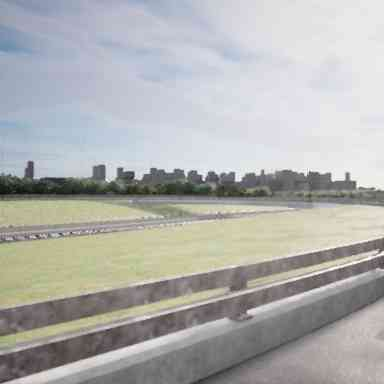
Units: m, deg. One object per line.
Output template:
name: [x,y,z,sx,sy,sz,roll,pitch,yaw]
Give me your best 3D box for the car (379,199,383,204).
car: [42.368,2.129,72.223,2.033,1.411,5.357,0,-1,4]
